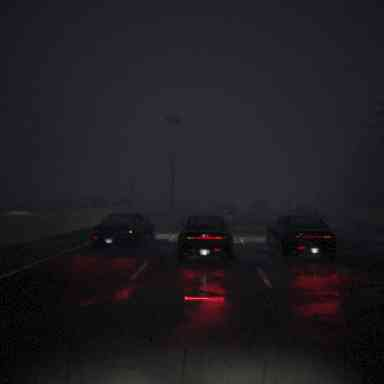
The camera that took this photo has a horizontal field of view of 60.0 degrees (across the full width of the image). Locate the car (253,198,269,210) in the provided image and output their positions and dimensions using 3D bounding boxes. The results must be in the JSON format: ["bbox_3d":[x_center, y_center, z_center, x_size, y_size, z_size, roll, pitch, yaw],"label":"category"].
[{"bbox_3d":[9.869,1.681,47.434,2.097,1.767,4.553,0,0,15],"label":"car"}]

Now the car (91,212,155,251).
[{"bbox_3d":[-2.837,1.591,14.368,1.812,1.442,4.674,0,0,4],"label":"car"}]

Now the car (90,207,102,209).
[{"bbox_3d":[-12.993,1.389,42.845,2.150,2.045,5.566,0,-1,12],"label":"car"}]

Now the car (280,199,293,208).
[{"bbox_3d":[15.666,1.886,55.132,1.882,1.535,5.008,0,0,18],"label":"car"}]

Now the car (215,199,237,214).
[{"bbox_3d":[4.324,1.853,39.691,1.895,1.301,4.718,0,0,13],"label":"car"}]

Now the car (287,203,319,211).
[{"bbox_3d":[9.058,1.807,26.463,1.895,1.301,4.718,0,0,9],"label":"car"}]

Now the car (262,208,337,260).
[{"bbox_3d":[4.083,1.605,13.008,1.837,1.490,4.892,0,0,4],"label":"car"}]

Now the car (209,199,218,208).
[{"bbox_3d":[4.007,1.831,52.870,1.837,1.490,4.892,-1,0,16],"label":"car"}]

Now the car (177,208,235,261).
[{"bbox_3d":[0.546,1.582,12.576,1.837,1.490,4.892,0,0,4],"label":"car"}]

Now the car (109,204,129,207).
[{"bbox_3d":[-9.239,1.700,43.667,1.837,1.490,4.892,0,-1,13],"label":"car"}]
